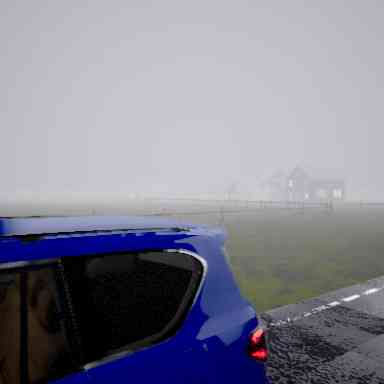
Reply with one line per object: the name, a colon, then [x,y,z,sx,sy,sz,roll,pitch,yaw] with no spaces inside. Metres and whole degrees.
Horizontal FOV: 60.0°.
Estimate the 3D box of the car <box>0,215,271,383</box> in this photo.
car: [-2.015,1.221,1.634,5.566,2.045,2.150,0,0,-35]
